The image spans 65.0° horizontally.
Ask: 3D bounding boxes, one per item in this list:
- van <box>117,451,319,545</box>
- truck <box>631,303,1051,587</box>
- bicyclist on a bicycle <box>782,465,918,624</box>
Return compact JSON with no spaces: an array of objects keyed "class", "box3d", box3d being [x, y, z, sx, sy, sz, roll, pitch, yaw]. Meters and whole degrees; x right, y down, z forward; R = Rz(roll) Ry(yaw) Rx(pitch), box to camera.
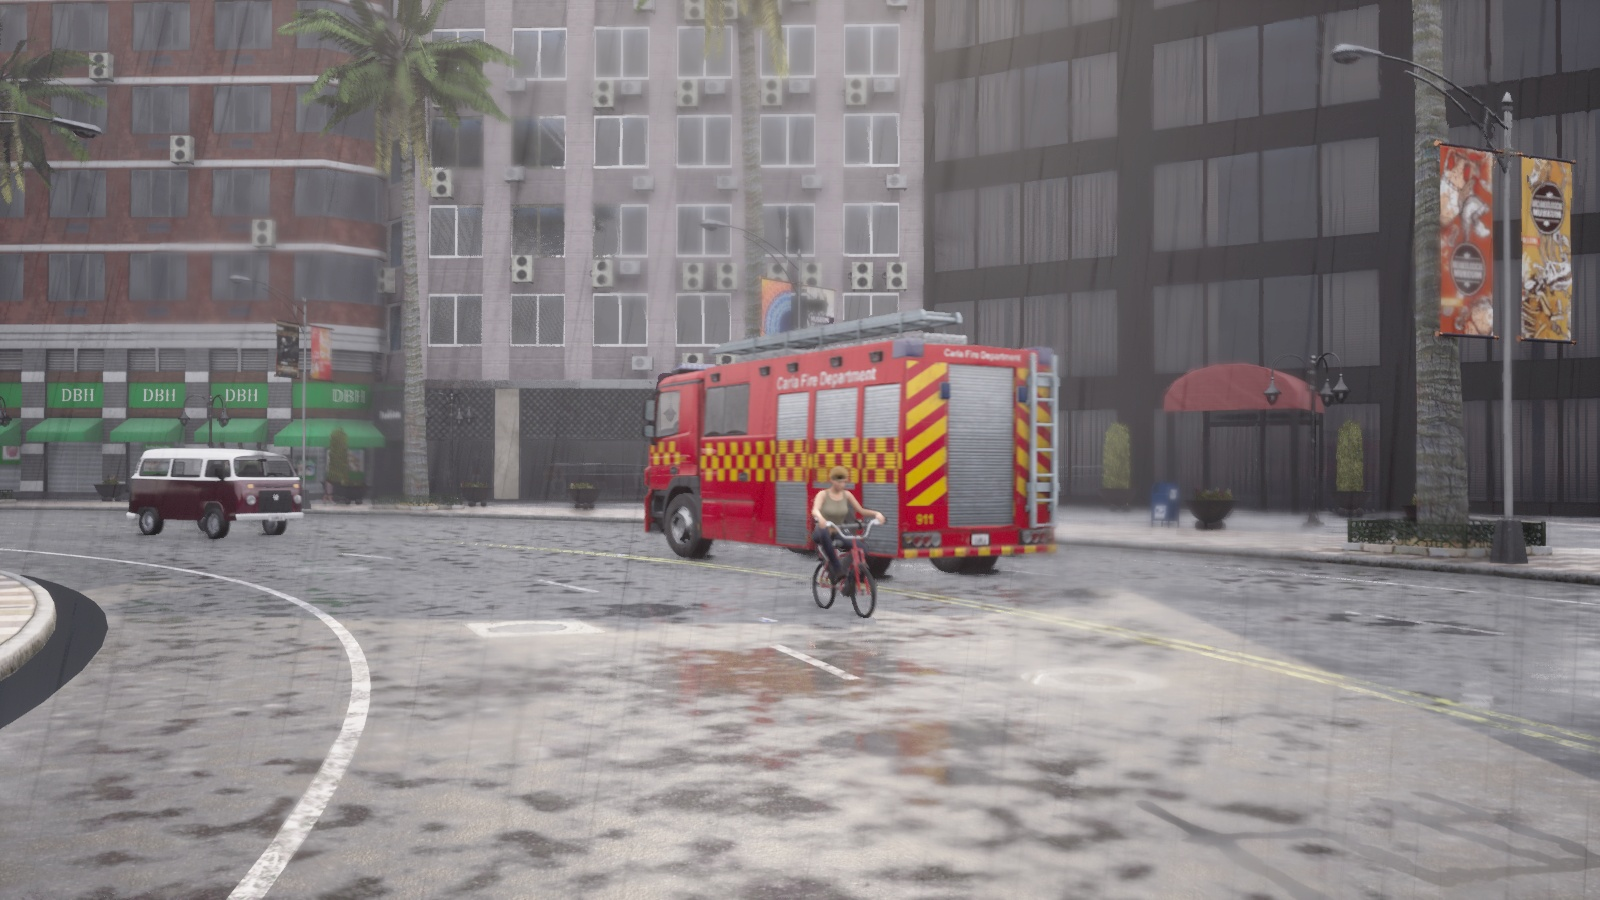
[{"class":"van","box3d":[-13.540,1.081,29.162,4.480,2.038,2.069,-1,-1,31]},{"class":"truck","box3d":[0.211,0.006,21.305,2.891,3.827,8.468,0,-1,-32]},{"class":"bicyclist on a bicycle","box3d":[0.518,0.979,13.713,0.866,1.612,1.509,0,-1,-25]}]
